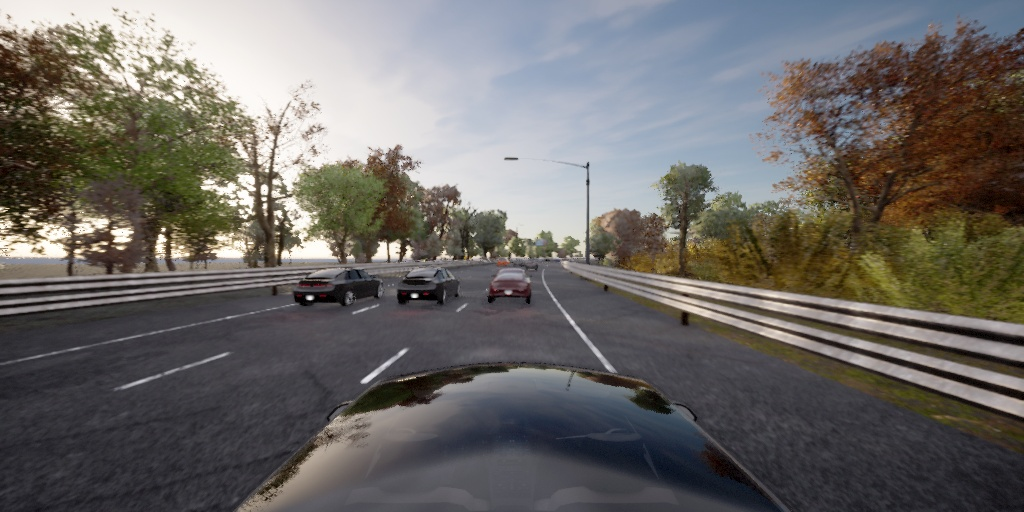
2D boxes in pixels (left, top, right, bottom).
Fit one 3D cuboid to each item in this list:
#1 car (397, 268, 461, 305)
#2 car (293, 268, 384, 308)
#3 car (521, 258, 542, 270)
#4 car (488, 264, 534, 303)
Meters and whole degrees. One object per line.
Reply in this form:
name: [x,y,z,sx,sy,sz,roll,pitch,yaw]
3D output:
car: [-3.563,1.264,16.041,1.837,1.490,4.892,0,0,3]
car: [-7.110,1.250,15.274,1.837,1.490,4.892,0,0,3]
car: [2.923,1.338,53.427,2.128,1.511,4.902,0,0,6]
car: [-0.010,1.297,16.802,1.812,1.442,4.674,0,0,3]
